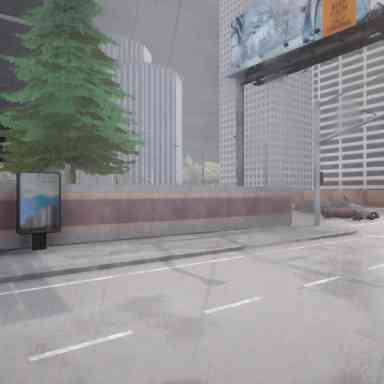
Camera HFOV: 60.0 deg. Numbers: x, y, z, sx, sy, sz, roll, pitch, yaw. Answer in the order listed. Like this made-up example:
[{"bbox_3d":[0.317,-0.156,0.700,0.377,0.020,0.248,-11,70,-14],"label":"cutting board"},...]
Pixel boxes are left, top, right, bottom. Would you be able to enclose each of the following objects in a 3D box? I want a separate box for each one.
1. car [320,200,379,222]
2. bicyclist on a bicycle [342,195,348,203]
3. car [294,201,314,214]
[{"bbox_3d":[12.663,1.563,26.727,1.994,1.385,4.181,0,0,-30],"label":"car"},{"bbox_3d":[21.291,1.301,46.319,1.656,1.620,0.582,0,0,-35],"label":"bicyclist on a bicycle"},{"bbox_3d":[12.862,1.547,33.157,2.033,1.411,5.357,0,0,-35],"label":"car"}]
